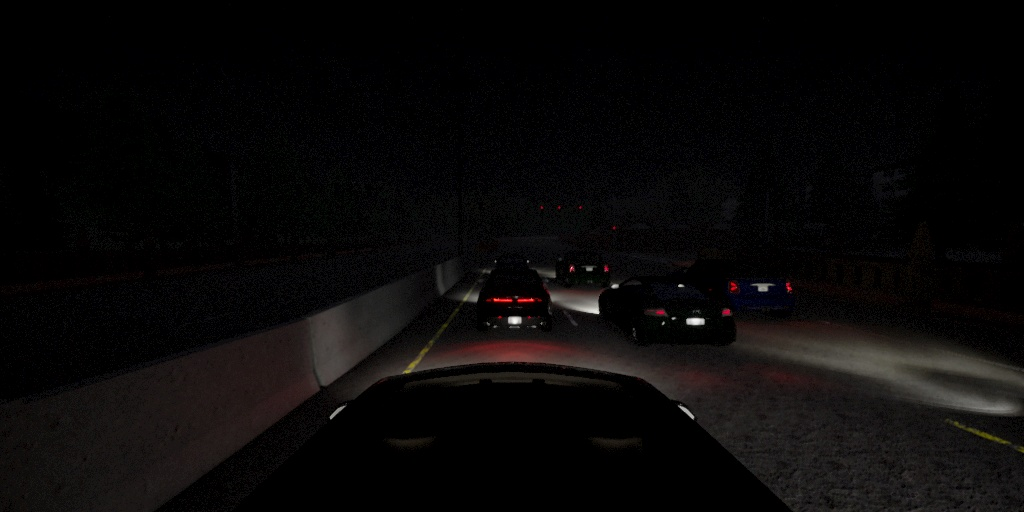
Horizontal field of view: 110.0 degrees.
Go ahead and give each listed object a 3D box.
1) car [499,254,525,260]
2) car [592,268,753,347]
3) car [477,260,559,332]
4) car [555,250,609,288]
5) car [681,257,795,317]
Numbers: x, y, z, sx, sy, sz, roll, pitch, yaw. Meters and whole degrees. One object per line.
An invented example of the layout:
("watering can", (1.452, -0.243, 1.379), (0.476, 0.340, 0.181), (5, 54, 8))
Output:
("car", (-0.010, 0.602, 19.855), (2.033, 1.411, 5.357), (0, 4, 0))
("car", (3.560, 1.188, 8.989), (1.994, 1.385, 4.181), (0, 2, 0))
("car", (0.051, 1.083, 10.351), (1.837, 1.490, 4.892), (0, 2, 0))
("car", (3.498, 0.498, 18.378), (2.097, 1.767, 4.553), (0, 4, 0))
("car", (7.038, 0.852, 12.195), (2.097, 1.767, 4.553), (0, 3, 0))
